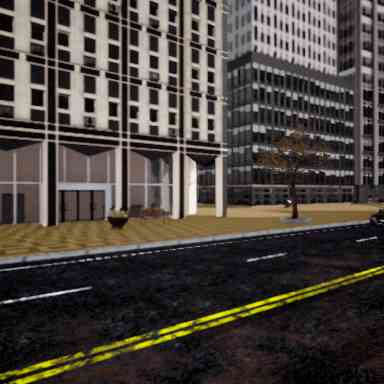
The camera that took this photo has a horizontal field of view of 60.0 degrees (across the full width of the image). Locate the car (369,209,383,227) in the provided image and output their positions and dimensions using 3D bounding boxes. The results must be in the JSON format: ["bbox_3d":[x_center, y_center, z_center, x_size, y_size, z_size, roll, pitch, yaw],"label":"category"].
[{"bbox_3d":[13.435,1.602,21.845,4.181,1.385,1.994,0,0,-36],"label":"car"}]
